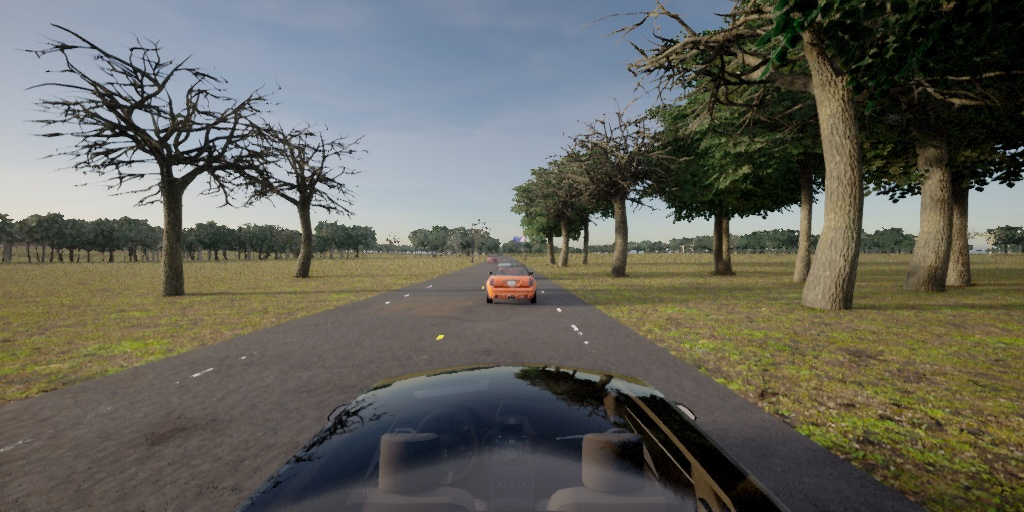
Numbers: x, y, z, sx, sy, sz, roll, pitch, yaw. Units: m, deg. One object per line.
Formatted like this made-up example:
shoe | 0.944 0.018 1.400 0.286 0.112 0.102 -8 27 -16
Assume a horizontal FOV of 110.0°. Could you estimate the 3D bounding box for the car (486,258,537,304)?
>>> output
car | -0.030 1.108 16.484 2.097 1.767 4.553 0 0 0
